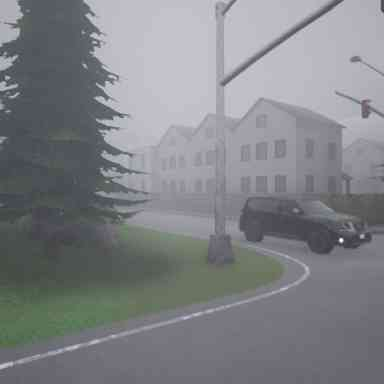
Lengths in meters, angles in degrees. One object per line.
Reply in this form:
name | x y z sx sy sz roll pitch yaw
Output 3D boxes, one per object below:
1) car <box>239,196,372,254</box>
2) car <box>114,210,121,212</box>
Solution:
car | 4.373 1.204 13.915 2.150 2.045 5.566 0 0 -35
car | -8.885 1.530 32.788 2.033 1.411 5.357 0 0 -35
